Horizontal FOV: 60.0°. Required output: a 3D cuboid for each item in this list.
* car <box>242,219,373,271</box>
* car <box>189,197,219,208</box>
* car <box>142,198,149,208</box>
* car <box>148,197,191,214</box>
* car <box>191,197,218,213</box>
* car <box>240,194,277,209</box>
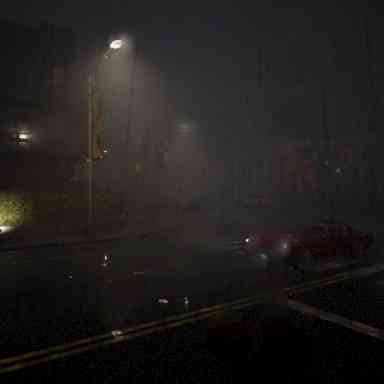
[{"bbox_3d":[3.916,1.601,11.013,4.718,1.301,1.895,0,0,-35],"label":"car"},{"bbox_3d":[1.744,1.478,49.483,1.882,1.535,5.008,0,0,-35],"label":"car"},{"bbox_3d":[-5.130,1.492,45.096,2.128,1.511,4.902,0,0,-34],"label":"car"},{"bbox_3d":[-2.414,1.526,34.972,1.812,1.442,4.674,0,0,-35],"label":"car"},{"bbox_3d":[0.670,1.564,36.667,1.994,1.385,4.181,0,0,-35],"label":"car"},{"bbox_3d":[8.952,1.221,45.162,2.150,2.045,5.566,0,0,-34],"label":"car"}]
